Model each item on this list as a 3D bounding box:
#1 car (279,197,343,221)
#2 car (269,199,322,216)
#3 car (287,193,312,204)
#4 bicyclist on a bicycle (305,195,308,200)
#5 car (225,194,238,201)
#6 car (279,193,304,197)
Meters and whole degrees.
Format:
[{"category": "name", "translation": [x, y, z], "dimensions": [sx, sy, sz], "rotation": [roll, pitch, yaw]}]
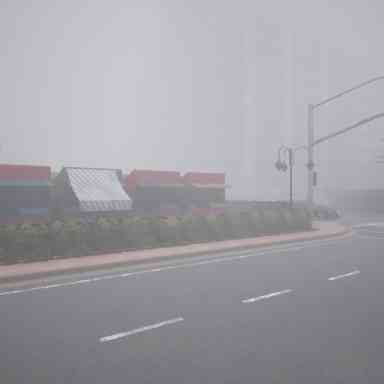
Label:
[{"category": "car", "translation": [9.582, 1.437, 26.737], "dimensions": [2.128, 1.511, 4.902], "rotation": [0, 0, -36]}, {"category": "car", "translation": [9.932, 1.470, 32.247], "dimensions": [1.812, 1.442, 4.674], "rotation": [0, 0, -36]}, {"category": "car", "translation": [19.024, 1.114, 59.110], "dimensions": [1.905, 1.878, 3.866], "rotation": [0, 0, -36]}, {"category": "bicyclist on a bicycle", "translation": [15.550, 1.246, 44.917], "dimensions": [1.656, 1.620, 0.582], "rotation": [0, 0, -36]}, {"category": "car", "translation": [2.875, 1.168, 36.022], "dimensions": [2.150, 2.045, 5.566], "rotation": [0, 0, -36]}, {"category": "car", "translation": [16.632, 1.114, 57.399], "dimensions": [1.905, 1.878, 3.866], "rotation": [0, 0, -36]}]
